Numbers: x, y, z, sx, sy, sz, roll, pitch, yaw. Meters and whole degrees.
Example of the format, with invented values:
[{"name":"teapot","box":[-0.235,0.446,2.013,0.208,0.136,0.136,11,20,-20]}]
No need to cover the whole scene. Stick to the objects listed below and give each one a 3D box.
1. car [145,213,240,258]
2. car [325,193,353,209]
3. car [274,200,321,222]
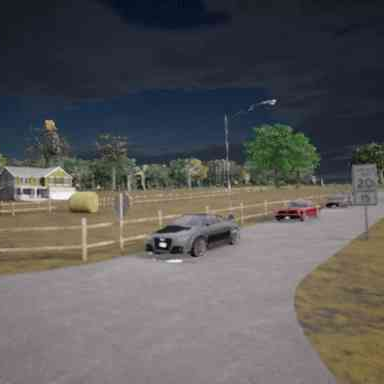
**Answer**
[{"name":"car","box":[0.145,1.519,12.666,1.994,1.385,4.181,-3,0,35]},{"name":"car","box":[14.903,0.831,33.409,2.033,1.411,5.357,-3,0,36]},{"name":"car","box":[7.208,1.251,22.597,1.895,1.301,4.718,-3,0,35]}]
